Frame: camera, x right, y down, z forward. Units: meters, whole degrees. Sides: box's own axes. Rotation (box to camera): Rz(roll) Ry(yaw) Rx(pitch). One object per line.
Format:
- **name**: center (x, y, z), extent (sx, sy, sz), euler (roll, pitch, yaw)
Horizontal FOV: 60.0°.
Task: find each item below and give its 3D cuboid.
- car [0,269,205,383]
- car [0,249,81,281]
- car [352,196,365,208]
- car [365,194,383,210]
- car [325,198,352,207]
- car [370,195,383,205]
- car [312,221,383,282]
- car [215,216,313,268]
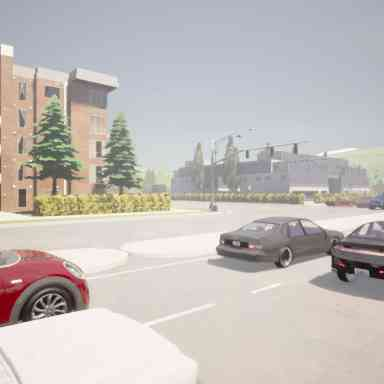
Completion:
- **car**: center (-2.145, 1.601, 2.036), extent (4.718, 1.301, 1.895), euler (0, 0, -40)
- **car**: center (-3.964, 1.352, 5.086), extent (4.553, 1.767, 2.097), euler (0, 0, -40)
- **car**: center (24.809, 1.355, 46.554), extent (4.553, 1.767, 2.097), euler (0, 0, -41)
- **car**: center (24.021, 1.224, 41.179), extent (5.566, 2.045, 2.150), euler (0, 0, -41)
- **car**: center (22.033, 1.603, 49.609), extent (4.718, 1.301, 1.895), euler (0, 0, -29)
- **car**: center (33.434, 1.355, 58.539), extent (4.553, 1.767, 2.097), euler (0, 0, -40)
- **car**: center (5.454, 1.492, 8.638), extent (4.902, 1.511, 2.128), euler (0, 0, -40)
- **car**: center (3.205, 1.548, 11.321), extent (5.357, 1.411, 2.033), euler (0, 0, -40)
